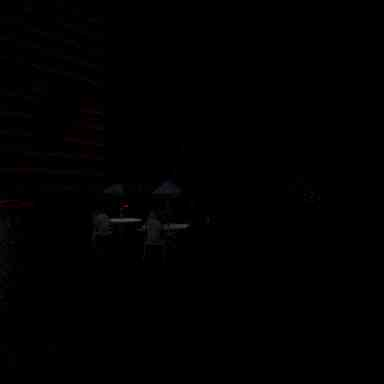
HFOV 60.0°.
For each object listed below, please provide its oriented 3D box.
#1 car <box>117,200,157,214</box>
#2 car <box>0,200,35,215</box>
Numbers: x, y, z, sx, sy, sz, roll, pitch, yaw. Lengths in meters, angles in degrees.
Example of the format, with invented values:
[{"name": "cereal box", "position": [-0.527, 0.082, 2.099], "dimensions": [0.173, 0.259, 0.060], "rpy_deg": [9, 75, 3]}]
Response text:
[{"name": "car", "position": [-5.901, 1.590, 35.921], "dimensions": [1.812, 1.442, 4.674], "rpy_deg": [0, 0, 40]}, {"name": "car", "position": [-18.133, 1.544, 32.567], "dimensions": [1.882, 1.535, 5.008], "rpy_deg": [0, 0, 40]}]
